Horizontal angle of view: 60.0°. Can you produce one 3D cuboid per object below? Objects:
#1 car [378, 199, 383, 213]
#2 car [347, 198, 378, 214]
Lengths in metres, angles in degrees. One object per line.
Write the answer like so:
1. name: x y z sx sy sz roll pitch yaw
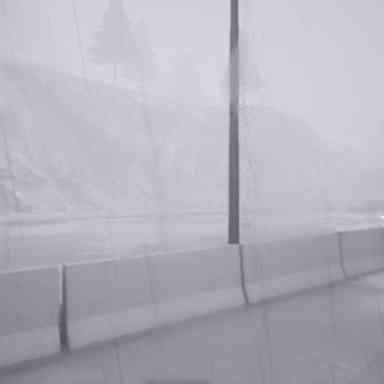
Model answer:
1. car: 19.635 1.496 30.461 4.181 1.385 1.994 0 0 -23
2. car: 17.929 1.426 33.535 4.892 1.490 1.837 1 0 -23
